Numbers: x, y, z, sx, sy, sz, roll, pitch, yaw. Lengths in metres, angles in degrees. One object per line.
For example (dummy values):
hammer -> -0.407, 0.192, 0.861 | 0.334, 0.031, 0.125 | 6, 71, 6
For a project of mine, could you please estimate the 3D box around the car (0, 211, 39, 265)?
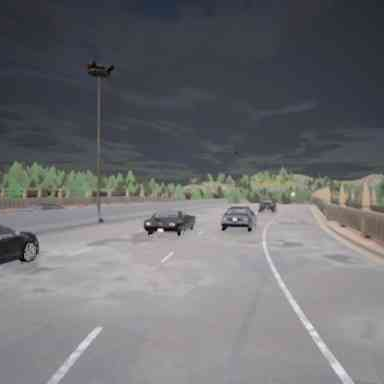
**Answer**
car -> -6.215, 1.505, 9.249 | 1.837, 1.490, 4.892 | 0, 0, 6

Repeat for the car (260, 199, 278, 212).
car -> 9.425, 1.692, 41.172 | 1.837, 1.490, 4.892 | 0, 0, 18

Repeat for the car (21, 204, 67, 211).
car -> -10.829, 1.574, 23.952 | 2.033, 1.411, 5.357 | 0, 0, 14

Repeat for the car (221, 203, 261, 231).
car -> 3.099, 1.636, 21.430 | 2.033, 1.411, 5.357 | 0, 0, 15

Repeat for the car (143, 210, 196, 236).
car -> -1.094, 1.659, 18.924 | 1.895, 1.301, 4.718 | 0, 0, 13
